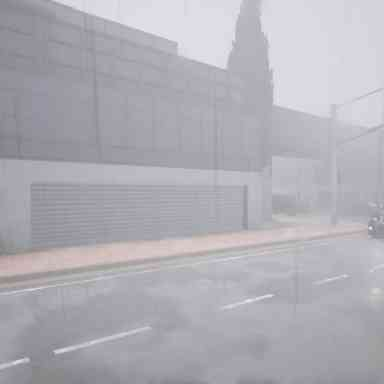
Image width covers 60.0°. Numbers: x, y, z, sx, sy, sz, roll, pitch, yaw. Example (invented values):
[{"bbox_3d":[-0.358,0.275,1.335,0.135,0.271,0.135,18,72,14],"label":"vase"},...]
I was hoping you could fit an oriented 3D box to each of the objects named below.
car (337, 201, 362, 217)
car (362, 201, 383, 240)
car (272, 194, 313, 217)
[{"bbox_3d":[15.081,1.526,28.962,1.812,1.442,4.674,0,0,-37],"label":"car"},{"bbox_3d":[10.653,1.221,16.178,5.566,2.045,2.150,0,1,-42],"label":"car"},{"bbox_3d":[8.661,1.223,31.725,2.150,2.045,5.566,0,0,-37],"label":"car"}]
